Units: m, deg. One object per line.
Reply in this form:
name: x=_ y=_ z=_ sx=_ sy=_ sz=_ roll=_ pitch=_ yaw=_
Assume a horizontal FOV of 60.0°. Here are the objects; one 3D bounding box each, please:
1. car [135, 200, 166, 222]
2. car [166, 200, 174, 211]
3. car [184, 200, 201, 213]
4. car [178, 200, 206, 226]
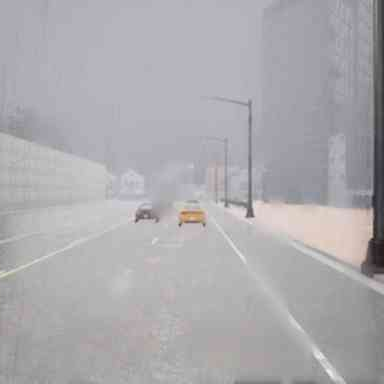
car: x=-3.402 y=1.615 z=26.771 sx=1.812 sy=1.442 sz=4.674 roll=0 pitch=0 yaw=0
car: x=-3.412 y=1.746 z=43.458 sx=1.895 sy=1.301 sz=4.718 roll=0 pitch=0 yaw=0
car: x=0.079 y=1.684 z=40.807 sx=2.033 sy=1.411 sz=5.357 roll=0 pitch=0 yaw=0
car: x=0.023 y=1.558 z=24.112 sx=1.882 sy=1.535 sz=5.008 roll=0 pitch=0 yaw=0
